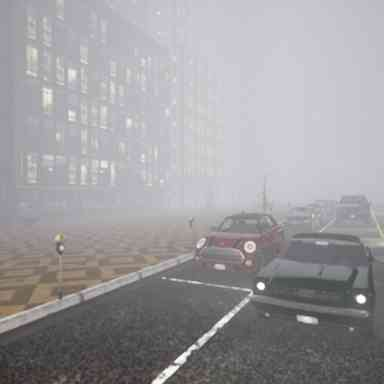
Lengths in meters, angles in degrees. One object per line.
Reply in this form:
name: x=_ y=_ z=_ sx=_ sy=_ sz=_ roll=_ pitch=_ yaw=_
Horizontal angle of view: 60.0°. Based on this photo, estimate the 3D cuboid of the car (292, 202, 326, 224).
car: x=6.719 y=1.554 z=20.313 sx=2.008 sy=1.369 sz=4.403 roll=0 pitch=0 yaw=27

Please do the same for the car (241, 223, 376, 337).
car: x=2.731 y=1.601 z=6.943 sx=1.895 sy=1.301 sz=4.718 roll=0 pitch=0 yaw=27

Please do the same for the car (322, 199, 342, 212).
car: x=16.862 y=1.581 z=39.939 sx=1.947 sy=1.339 sz=4.313 roll=0 pitch=0 yaw=27

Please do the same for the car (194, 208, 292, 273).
car: x=1.647 y=1.440 z=10.502 sx=1.967 sy=1.590 sz=4.097 roll=0 pitch=0 yaw=27

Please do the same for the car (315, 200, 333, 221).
car: x=9.255 y=1.557 z=25.220 sx=2.008 sy=1.369 sz=4.403 roll=0 pitch=0 yaw=27

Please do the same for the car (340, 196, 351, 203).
car: x=32.077 y=1.621 z=69.377 sx=1.947 sy=1.339 sz=4.313 roll=0 pitch=0 yaw=27

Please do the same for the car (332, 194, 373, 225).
car: x=11.857 y=1.225 z=24.388 sx=2.150 sy=2.045 sz=5.566 roll=0 pitch=0 yaw=27

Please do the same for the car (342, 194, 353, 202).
car: x=37.147 y=1.388 z=79.190 sx=2.192 sy=1.841 sz=5.009 roll=0 pitch=0 yaw=27

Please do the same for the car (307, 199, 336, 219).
car: x=11.790 y=1.449 z=30.127 sx=1.967 sy=1.590 sz=4.097 roll=0 pitch=0 yaw=27
